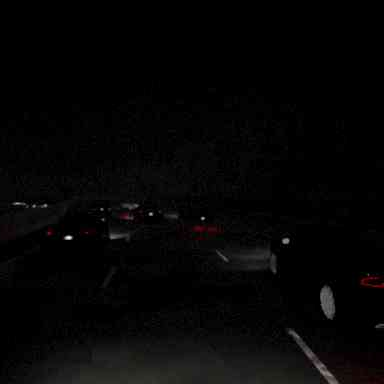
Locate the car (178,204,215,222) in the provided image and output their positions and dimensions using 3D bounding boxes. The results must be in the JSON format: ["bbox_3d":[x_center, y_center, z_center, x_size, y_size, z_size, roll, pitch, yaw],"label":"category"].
[{"bbox_3d":[0.230,1.575,25.691,1.895,1.301,4.718,0,0,-14],"label":"car"}]

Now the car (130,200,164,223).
[{"bbox_3d":[-3.406,1.545,25.625,1.994,1.385,4.181,0,0,-14],"label":"car"}]

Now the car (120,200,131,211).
[{"bbox_3d":[-7.695,1.577,40.424,1.895,1.301,4.718,0,0,-17],"label":"car"}]

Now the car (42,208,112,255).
[{"bbox_3d":[-4.562,1.560,13.516,1.994,1.385,4.181,0,0,-8],"label":"car"}]

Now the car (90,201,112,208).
[{"bbox_3d":[-8.483,1.535,31.100,2.033,1.411,5.357,0,0,-17],"label":"car"}]

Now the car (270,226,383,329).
[{"bbox_3d":[3.156,1.464,7.124,1.882,1.535,5.008,0,0,-3],"label":"car"}]
